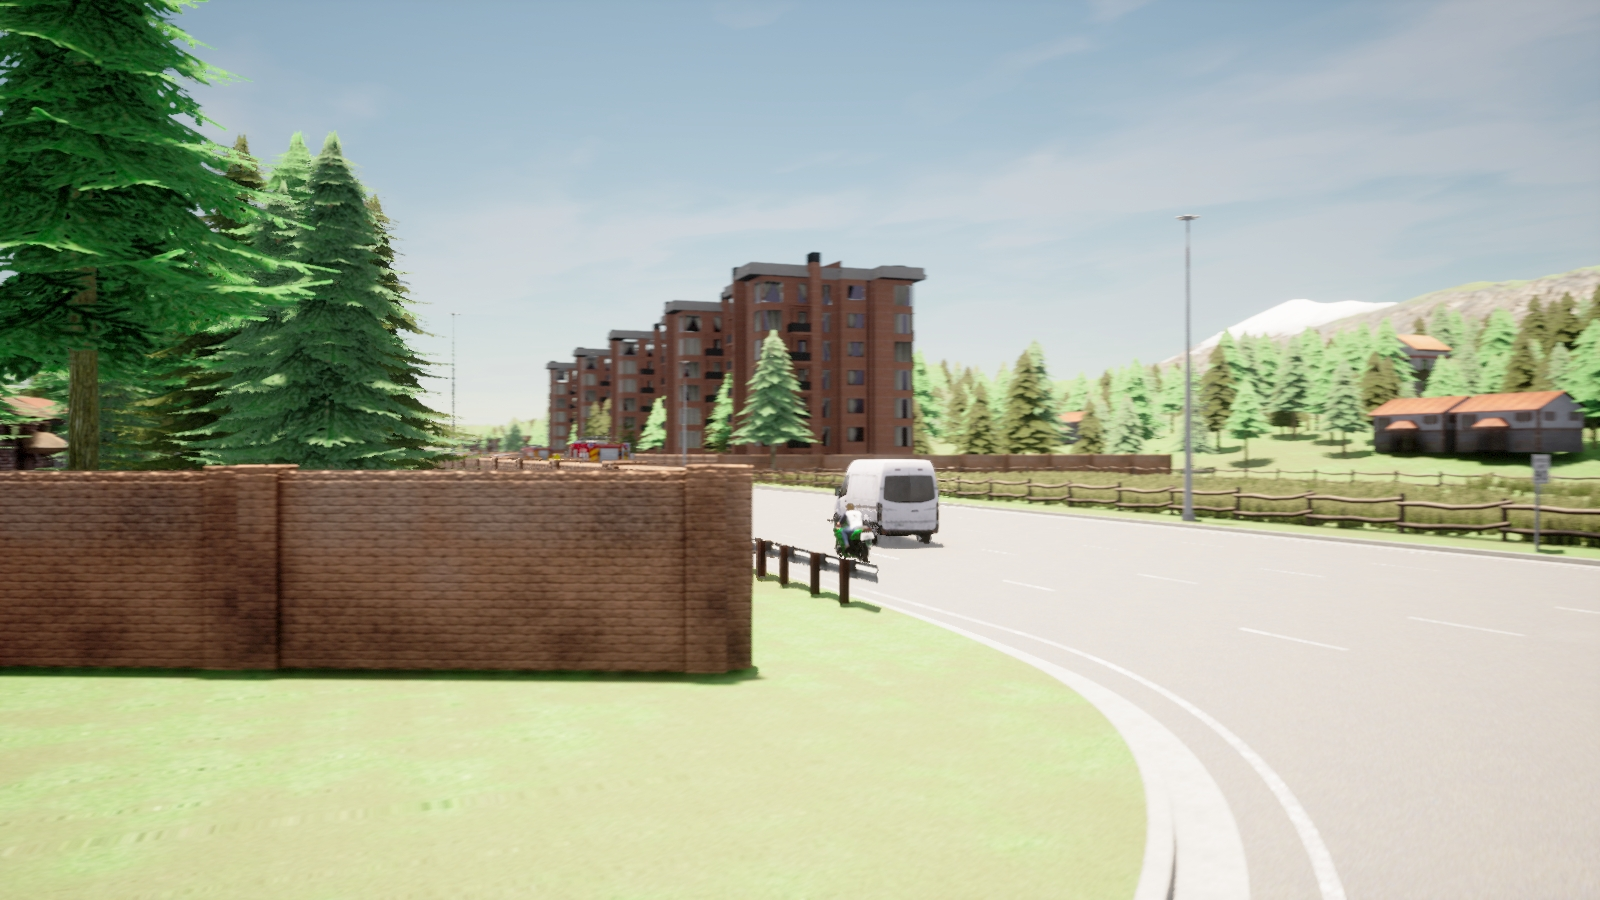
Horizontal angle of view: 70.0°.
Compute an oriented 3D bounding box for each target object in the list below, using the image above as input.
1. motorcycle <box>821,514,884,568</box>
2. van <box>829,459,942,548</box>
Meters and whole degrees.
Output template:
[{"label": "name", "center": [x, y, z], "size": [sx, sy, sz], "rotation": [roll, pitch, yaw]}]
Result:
[{"label": "motorcycle", "center": [1.282, 2.227, 28.304], "size": [0.803, 1.199, 2.033], "rotation": [0, -1, -21]}, {"label": "van", "center": [2.601, 1.588, 36.505], "size": [1.988, 2.561, 5.915], "rotation": [0, 0, -12]}]
